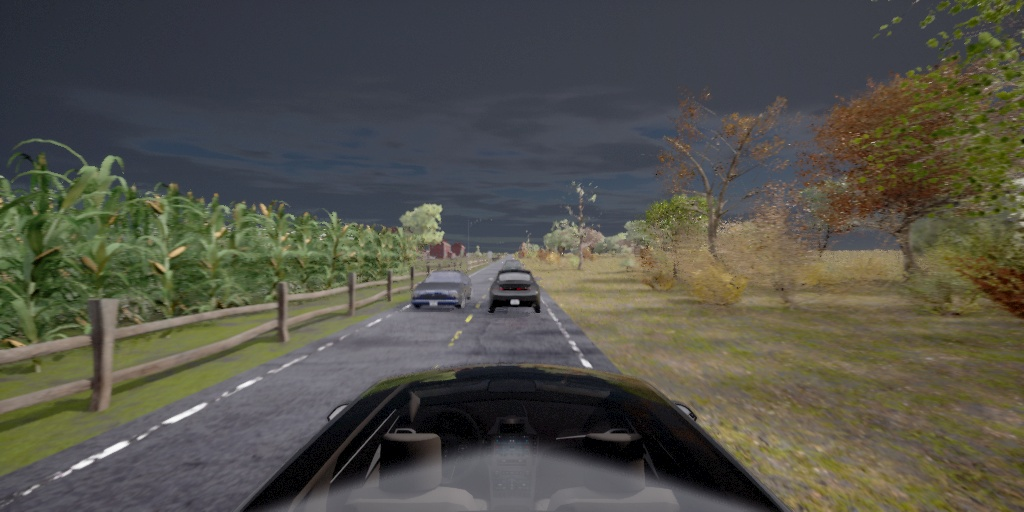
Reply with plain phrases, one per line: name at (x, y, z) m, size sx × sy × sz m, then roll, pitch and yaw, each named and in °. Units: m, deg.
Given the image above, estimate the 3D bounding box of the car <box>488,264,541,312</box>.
car at (0.099, 1.261, 14.235) m, size 1.837 × 1.490 × 4.892 m, roll 0°, pitch 0°, yaw 0°

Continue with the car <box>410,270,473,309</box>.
car at (-2.750, 1.302, 15.245) m, size 2.033 × 1.411 × 5.357 m, roll 0°, pitch 0°, yaw 0°

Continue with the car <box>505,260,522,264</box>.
car at (0.091, 1.101, 32.928) m, size 2.097 × 1.767 × 4.553 m, roll 0°, pitch 0°, yaw 0°
